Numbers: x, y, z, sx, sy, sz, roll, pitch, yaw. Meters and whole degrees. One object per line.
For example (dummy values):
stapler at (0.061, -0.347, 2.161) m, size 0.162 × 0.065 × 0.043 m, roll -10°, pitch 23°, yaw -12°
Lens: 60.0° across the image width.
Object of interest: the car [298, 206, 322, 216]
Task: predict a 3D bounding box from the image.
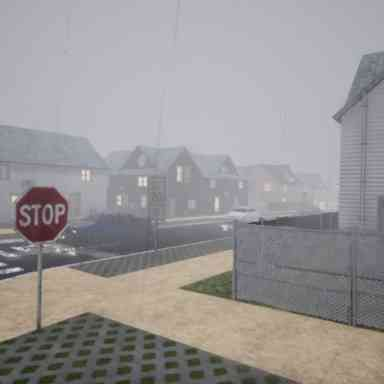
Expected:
car at (16.206, 2.591, 45.465) m, size 2.033 × 1.411 × 5.357 m, roll 2°, pitch 0°, yaw 37°

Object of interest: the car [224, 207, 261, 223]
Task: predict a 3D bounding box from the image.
car at (4.664, 2.104, 30.068) m, size 1.812 × 1.442 × 4.674 m, roll 2°, pitch 0°, yaw 37°

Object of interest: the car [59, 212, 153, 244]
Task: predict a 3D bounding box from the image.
car at (-4.464, 1.789, 17.786) m, size 2.033 × 1.411 × 5.357 m, roll 2°, pitch 0°, yaw 37°
